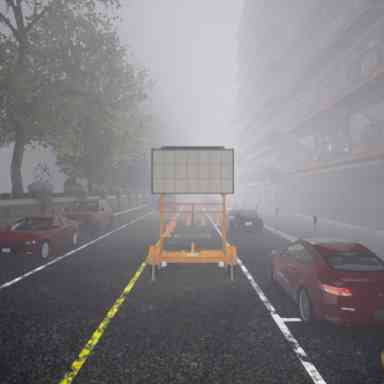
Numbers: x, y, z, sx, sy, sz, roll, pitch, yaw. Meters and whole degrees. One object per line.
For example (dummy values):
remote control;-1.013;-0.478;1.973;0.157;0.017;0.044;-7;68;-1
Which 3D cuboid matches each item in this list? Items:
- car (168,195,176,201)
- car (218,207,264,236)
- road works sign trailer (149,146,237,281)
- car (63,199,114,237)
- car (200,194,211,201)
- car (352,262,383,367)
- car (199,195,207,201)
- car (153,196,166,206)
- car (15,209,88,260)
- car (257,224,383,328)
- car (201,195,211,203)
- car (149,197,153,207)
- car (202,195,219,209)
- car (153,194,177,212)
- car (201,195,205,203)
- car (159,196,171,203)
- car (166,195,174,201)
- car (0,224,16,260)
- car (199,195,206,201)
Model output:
car;-5.495;1.622;91.248;2.008;1.369;4.403;0;0;0
car;2.728;1.566;18.038;1.947;1.339;4.313;0;0;0
road works sign trailer;0.021;0.464;9.804;2.380;3.560;2.880;0;0;0
car;-5.652;1.315;18.056;2.192;1.841;5.009;0;0;0
car;2.813;1.466;57.448;1.967;1.590;4.097;0;0;0
car;2.693;1.525;1.316;1.752;1.417;4.829;0;0;0
car;2.872;1.502;85.600;1.967;1.590;4.097;0;0;0
car;-5.568;1.466;57.465;1.967;1.590;4.097;0;0;0
car;-5.664;1.545;12.424;1.887;1.381;4.507;0;0;0
car;2.704;1.581;6.776;1.802;1.307;4.206;0;0;0
car;2.837;1.479;68.710;1.967;1.590;4.097;0;0;0
car;-5.580;1.460;51.837;1.967;1.590;4.097;0;0;0
car;2.789;1.560;46.188;1.887;1.381;4.507;0;0;0
car;-3.003;1.231;40.023;2.150;2.045;5.566;0;0;0
car;2.800;1.565;51.819;1.887;1.381;4.507;0;0;0
car;-5.543;1.589;68.727;2.008;1.369;4.403;0;0;0
car;-5.508;1.587;85.447;1.752;1.417;4.829;0;0;0
car;-5.676;1.581;6.793;1.802;1.307;4.206;0;0;0
car;2.885;1.637;91.230;1.947;1.339;4.313;0;0;0
